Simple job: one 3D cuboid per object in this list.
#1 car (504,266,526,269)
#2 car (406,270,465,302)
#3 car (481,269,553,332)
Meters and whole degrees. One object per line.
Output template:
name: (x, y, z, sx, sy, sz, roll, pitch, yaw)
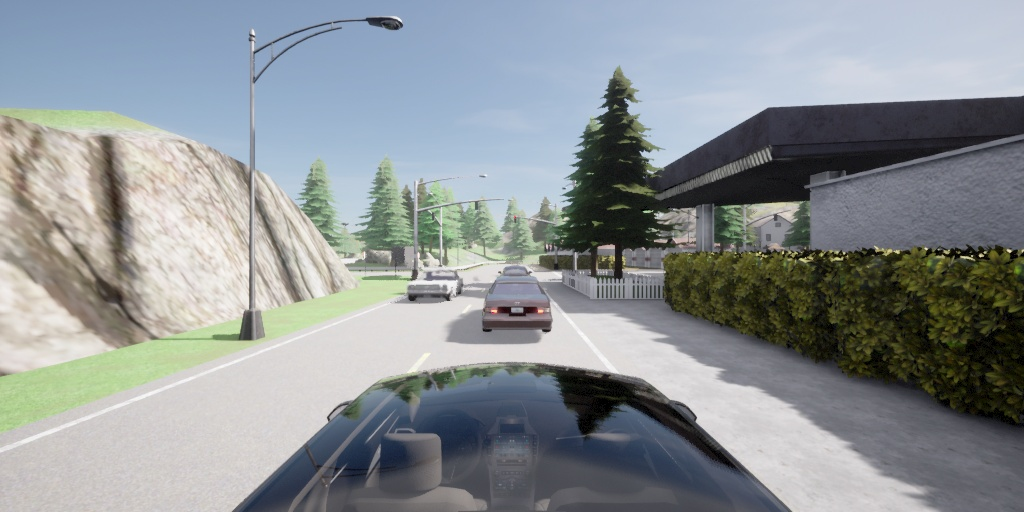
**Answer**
car: (0.180, 1.276, 20.387, 1.812, 1.442, 4.674, 0, 0, 0)
car: (-3.506, 1.351, 17.094, 1.895, 1.301, 4.718, 0, 0, 1)
car: (0.135, 1.297, 10.801, 2.033, 1.411, 5.357, 0, 0, 0)
